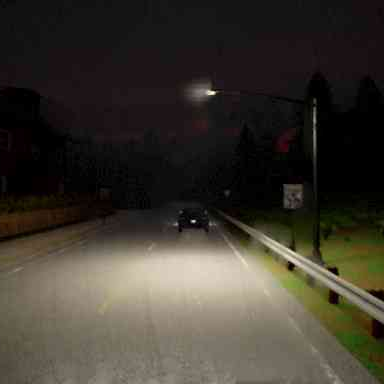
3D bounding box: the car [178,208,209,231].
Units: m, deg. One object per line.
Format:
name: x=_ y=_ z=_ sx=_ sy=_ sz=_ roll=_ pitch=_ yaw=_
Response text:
car: x=0.097 y=1.772 z=22.231 sx=1.994 sy=1.385 sz=4.181 roll=0 pitch=-1 yaw=0
